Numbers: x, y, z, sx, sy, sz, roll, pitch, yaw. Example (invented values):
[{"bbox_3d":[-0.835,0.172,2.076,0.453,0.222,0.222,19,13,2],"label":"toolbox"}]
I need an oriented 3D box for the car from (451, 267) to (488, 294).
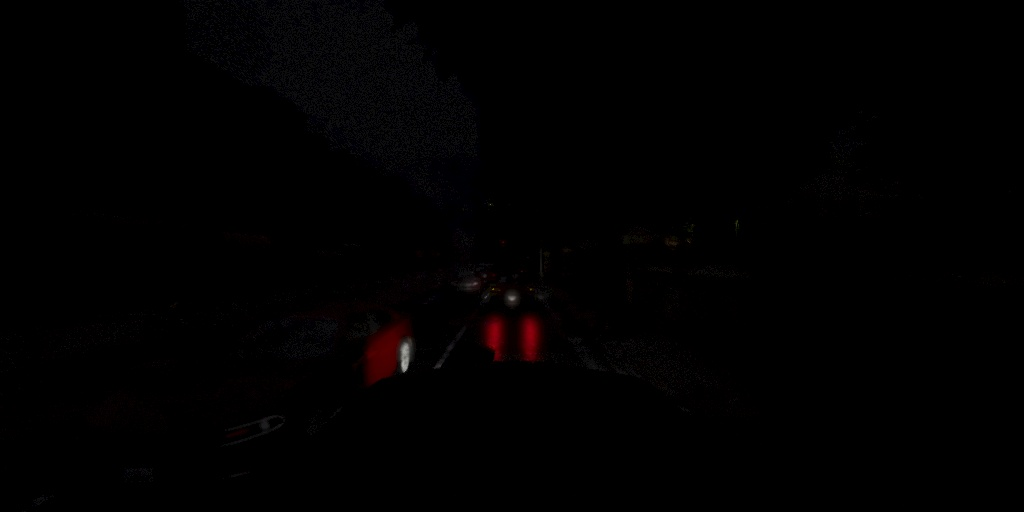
[{"bbox_3d":[-2.640,1.535,21.802,1.802,1.307,4.207,0,0,0],"label":"car"}]

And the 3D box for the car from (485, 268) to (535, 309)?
[{"bbox_3d":[0.018,1.417,15.747,1.812,1.442,4.674,0,0,0],"label":"car"}]

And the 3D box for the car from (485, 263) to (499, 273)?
[{"bbox_3d":[-3.025,1.788,54.208,1.837,1.490,4.892,0,-1,0],"label":"car"}]

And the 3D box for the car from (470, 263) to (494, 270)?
[{"bbox_3d":[-2.640,1.450,27.477,1.967,1.591,4.097,0,0,0],"label":"car"}]

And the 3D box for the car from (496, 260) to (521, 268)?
[{"bbox_3d":[0.014,1.390,30.269,2.097,1.767,4.553,0,-1,0],"label":"car"}]

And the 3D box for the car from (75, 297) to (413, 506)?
[{"bbox_3d":[-2.638,1.326,4.777,1.888,1.381,4.507,0,0,0],"label":"car"}]

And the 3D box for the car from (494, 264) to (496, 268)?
[{"bbox_3d":[-2.640,1.650,33.152,1.802,1.307,4.207,0,0,0],"label":"car"}]
